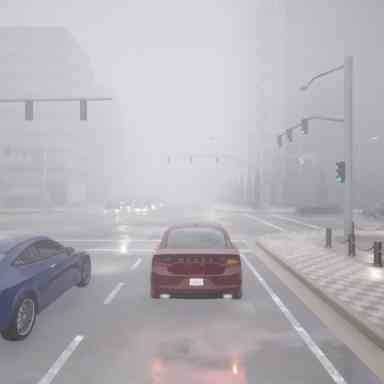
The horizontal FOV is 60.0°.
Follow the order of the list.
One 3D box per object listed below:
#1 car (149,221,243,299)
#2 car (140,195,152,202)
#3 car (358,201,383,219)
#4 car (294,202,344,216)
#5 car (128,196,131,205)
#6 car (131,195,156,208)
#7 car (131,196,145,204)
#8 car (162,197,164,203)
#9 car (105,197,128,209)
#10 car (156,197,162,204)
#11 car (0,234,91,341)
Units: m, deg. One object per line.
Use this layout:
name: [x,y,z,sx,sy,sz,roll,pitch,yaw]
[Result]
car: [0.099,1.478,8.498,1.882,1.535,5.008,0,0,0]
car: [-10.335,1.478,75.173,1.882,1.535,5.008,0,0,0]
car: [16.340,1.436,27.373,4.902,1.511,2.128,0,0,0]
car: [12.051,1.545,30.919,4.718,1.301,1.895,0,0,1]
car: [-10.468,1.491,54.788,2.128,1.511,4.902,0,0,0]
car: [-6.990,1.491,48.646,2.128,1.511,4.902,0,0,0]
car: [-10.395,1.564,64.786,1.994,1.385,4.181,0,0,1]
car: [-6.857,1.601,68.244,1.895,1.301,4.718,0,0,0]
car: [-10.498,1.505,45.561,1.837,1.490,4.892,0,0,0]
car: [-6.952,1.491,57.953,2.128,1.511,4.902,0,0,0]
car: [-3.416,1.526,6.370,1.812,1.442,4.674,0,0,0]
